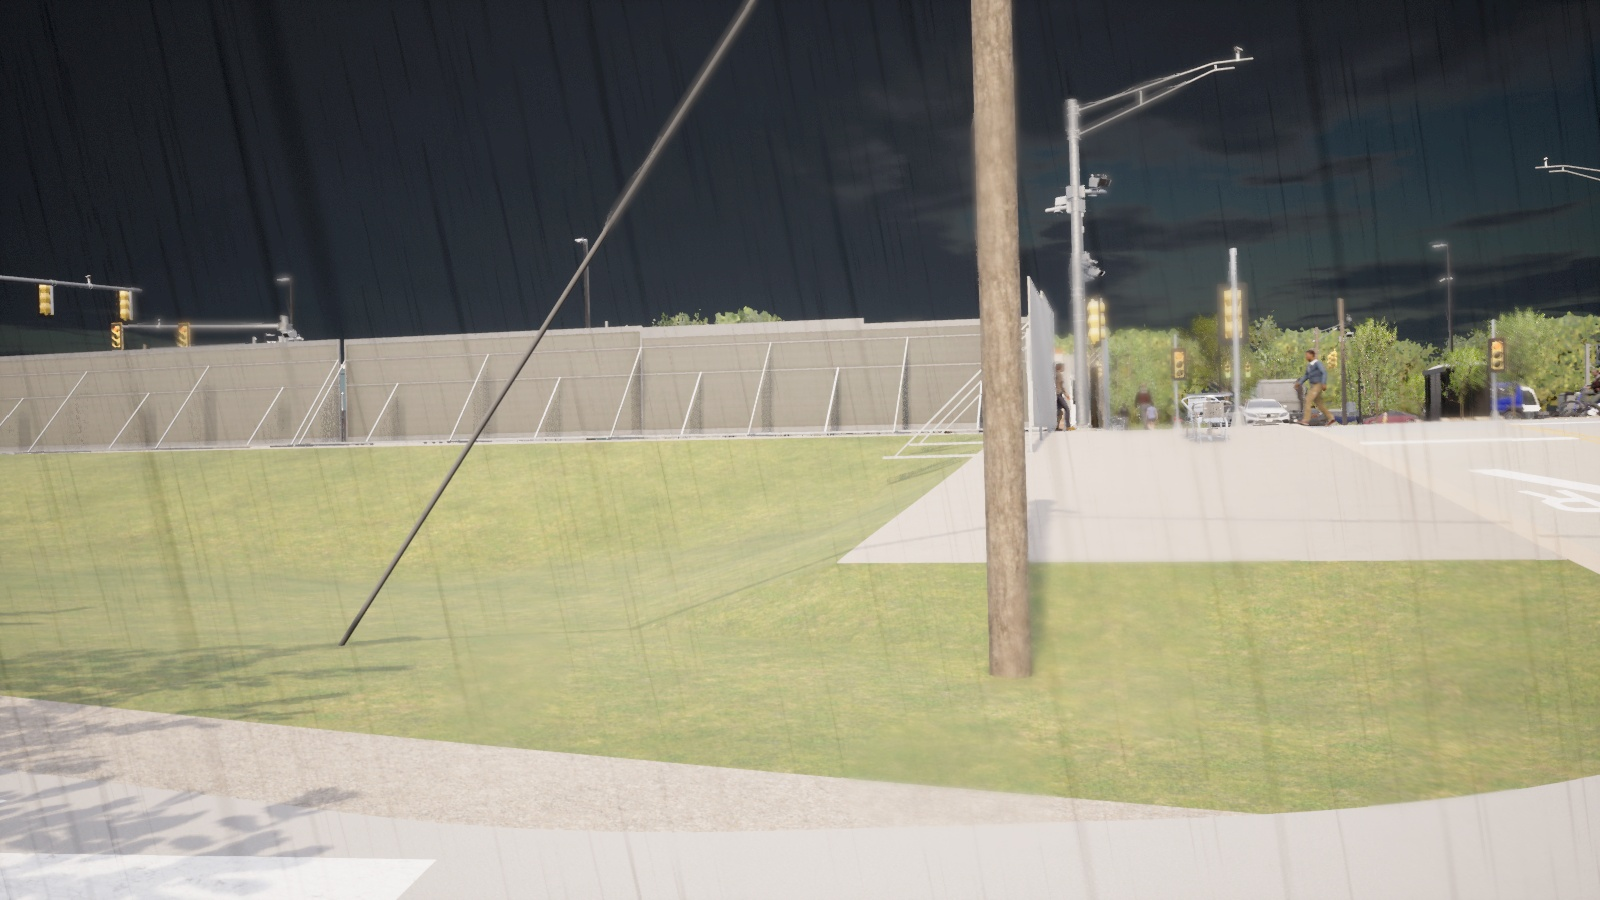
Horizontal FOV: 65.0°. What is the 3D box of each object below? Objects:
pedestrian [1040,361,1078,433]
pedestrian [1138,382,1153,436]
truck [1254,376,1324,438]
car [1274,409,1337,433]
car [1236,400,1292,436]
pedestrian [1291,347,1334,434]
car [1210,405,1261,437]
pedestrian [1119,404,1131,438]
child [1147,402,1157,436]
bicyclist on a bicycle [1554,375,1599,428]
[{"bbox_3d":[6.670,-1.352,32.305,0.869,1.805,0.328,-1,0,26],"label":"pedestrian"},{"bbox_3d":[12.092,-1.429,43.972,0.376,1.854,0.720,-1,0,9],"label":"pedestrian"},{"bbox_3d":[29.691,-2.527,76.541,2.891,3.462,7.936,-1,0,14],"label":"truck"},{"bbox_3d":[35.742,-2.061,88.745,5.027,1.651,2.152,-2,2,-43],"label":"car"},{"bbox_3d":[20.683,-1.396,56.101,1.812,1.442,4.674,-1,0,14],"label":"car"},{"bbox_3d":[11.775,-1.364,28.840,0.788,1.949,0.423,-1,0,3],"label":"pedestrian"},{"bbox_3d":[24.161,-1.585,69.834,2.242,1.667,4.611,-1,0,14],"label":"car"},{"bbox_3d":[17.946,-1.600,69.303,0.563,1.883,0.849,-1,0,14],"label":"pedestrian"},{"bbox_3d":[11.775,-1.035,42.012,0.255,1.110,0.394,-1,0,8],"label":"child"},{"bbox_3d":[26.729,-1.650,42.609,1.843,1.776,0.659,-1,0,11],"label":"bicyclist on a bicycle"}]
